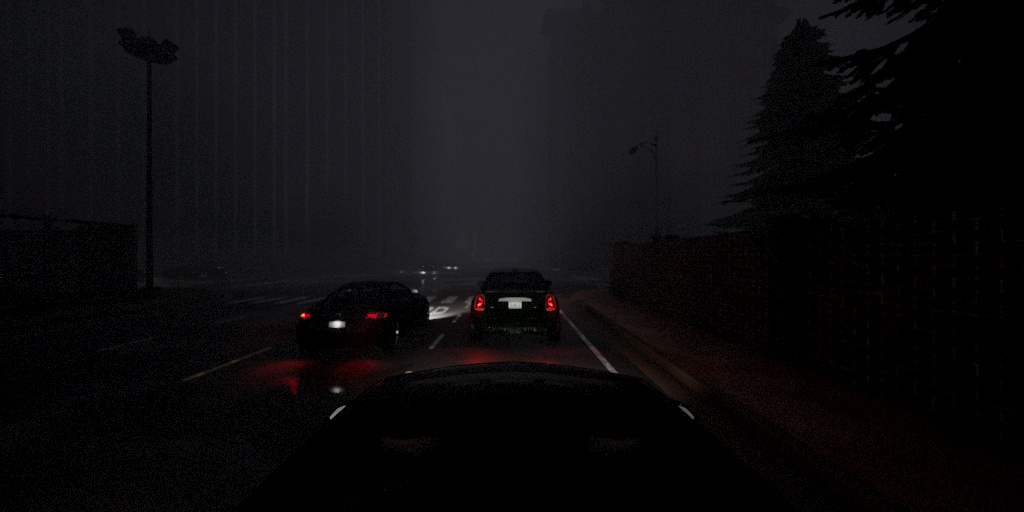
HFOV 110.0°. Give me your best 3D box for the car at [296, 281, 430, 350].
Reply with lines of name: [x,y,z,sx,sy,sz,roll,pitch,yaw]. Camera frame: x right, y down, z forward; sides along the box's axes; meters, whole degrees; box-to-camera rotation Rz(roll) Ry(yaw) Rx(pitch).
car: [-3.426,1.309,9.031,1.994,1.385,4.181,0,0,0]

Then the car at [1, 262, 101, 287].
car: [-29.759,1.158,22.700,5.008,1.535,1.882,0,0,0]

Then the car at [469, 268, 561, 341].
car: [0.075,1.096,10.011,2.097,1.767,4.553,0,0,0]

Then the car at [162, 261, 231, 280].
car: [-26.248,1.167,29.885,4.902,1.511,2.128,0,0,0]

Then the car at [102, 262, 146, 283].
car: [-29.742,1.155,26.200,5.008,1.535,1.882,0,0,0]

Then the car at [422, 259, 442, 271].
car: [-10.614,1.223,47.581,1.837,1.490,4.892,0,0,0]
